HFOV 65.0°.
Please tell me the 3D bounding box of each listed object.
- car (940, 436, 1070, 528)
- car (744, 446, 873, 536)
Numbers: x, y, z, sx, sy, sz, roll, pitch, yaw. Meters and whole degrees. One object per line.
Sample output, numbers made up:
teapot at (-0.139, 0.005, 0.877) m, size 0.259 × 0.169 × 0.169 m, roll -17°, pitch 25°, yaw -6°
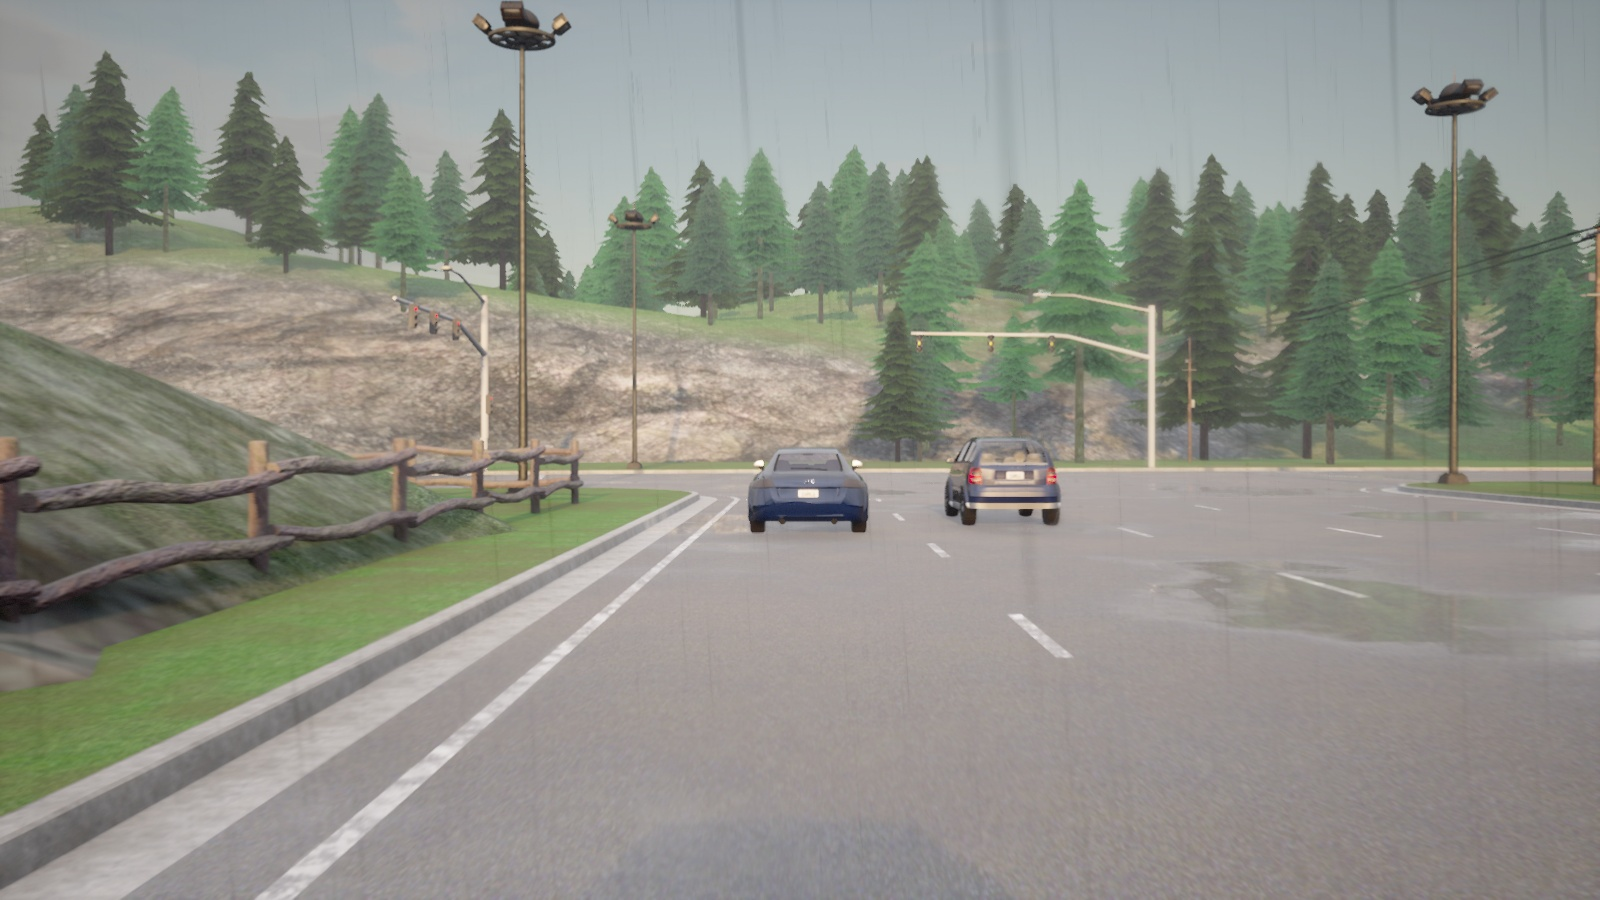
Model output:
car at (3.646, 0.530, 22.971) m, size 1.789 × 1.549 × 3.705 m, roll 0°, pitch 0°, yaw 0°
car at (0.138, 0.627, 21.534) m, size 1.994 × 1.385 × 4.181 m, roll 0°, pitch 0°, yaw 0°
